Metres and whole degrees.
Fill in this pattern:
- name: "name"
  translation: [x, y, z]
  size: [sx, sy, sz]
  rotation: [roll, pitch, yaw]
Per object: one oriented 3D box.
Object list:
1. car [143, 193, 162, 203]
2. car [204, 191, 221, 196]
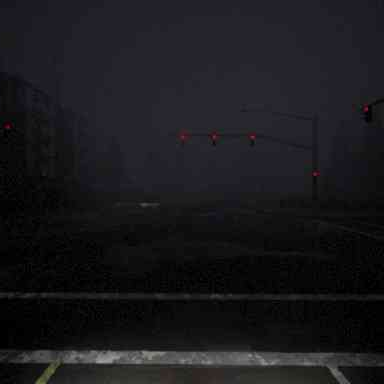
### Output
- name: "car"
  translation: [-6.053, 0.888, 51.492]
  size: [1.882, 1.535, 5.008]
  rotation: [0, 1, 11]
- name: "car"
  translation: [4.662, 0.462, 74.445]
  size: [1.882, 1.535, 5.008]
  rotation: [1, 1, 38]
